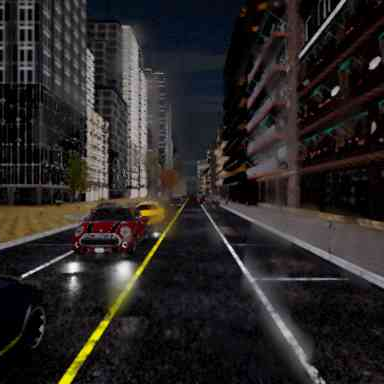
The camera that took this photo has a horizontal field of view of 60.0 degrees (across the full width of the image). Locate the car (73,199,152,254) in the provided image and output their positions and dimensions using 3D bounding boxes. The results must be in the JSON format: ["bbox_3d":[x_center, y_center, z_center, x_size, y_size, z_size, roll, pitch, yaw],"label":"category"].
[{"bbox_3d":[-3.064,1.340,13.295,2.097,1.767,4.553,0,0,0],"label":"car"}]

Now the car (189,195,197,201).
[{"bbox_3d":[0.187,1.386,83.352,1.882,1.535,5.008,0,0,0],"label":"car"}]

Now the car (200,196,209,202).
[{"bbox_3d":[2.862,1.579,77.474,1.802,1.307,4.206,0,0,0],"label":"car"}]

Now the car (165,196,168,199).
[{"bbox_3d":[-5.568,1.530,55.362,2.008,1.369,4.403,0,0,0],"label":"car"}]

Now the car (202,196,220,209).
[{"bbox_3d":[2.787,1.537,44.278,2.008,1.369,4.403,0,0,0],"label":"car"}]

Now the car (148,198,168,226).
[{"bbox_3d":[-3.002,1.462,23.332,1.882,1.535,5.008,0,0,1],"label":"car"}]

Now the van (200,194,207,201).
[{"bbox_3d":[2.875,1.343,83.006,1.690,1.788,3.998,0,0,0],"label":"van"}]

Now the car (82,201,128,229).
[{"bbox_3d":[-5.644,1.422,22.166,1.967,1.590,4.097,0,0,0],"label":"car"}]

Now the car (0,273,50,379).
[{"bbox_3d":[-3.102,1.559,3.284,1.994,1.385,4.181,0,0,-1],"label":"car"}]

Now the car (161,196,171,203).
[{"bbox_3d":[-5.531,1.510,71.790,1.752,1.417,4.829,0,0,0],"label":"car"}]

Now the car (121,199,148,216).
[{"bbox_3d":[-5.618,1.504,33.062,1.752,1.417,4.829,0,0,0],"label":"car"}]

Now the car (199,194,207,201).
[{"bbox_3d":[2.887,1.446,88.539,1.967,1.590,4.097,0,0,0],"label":"car"}]

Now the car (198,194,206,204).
[{"bbox_3d":[2.532,1.342,65.048,2.097,1.767,4.553,0,0,0],"label":"car"}]

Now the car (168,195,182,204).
[{"bbox_3d":[-2.901,1.546,60.874,1.994,1.385,4.181,0,0,1],"label":"car"}]

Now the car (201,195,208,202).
[{"bbox_3d":[2.800,1.537,49.811,2.008,1.369,4.403,0,0,0],"label":"car"}]

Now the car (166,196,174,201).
[{"bbox_3d":[-5.506,1.575,83.026,1.802,1.307,4.206,0,0,0],"label":"car"}]
